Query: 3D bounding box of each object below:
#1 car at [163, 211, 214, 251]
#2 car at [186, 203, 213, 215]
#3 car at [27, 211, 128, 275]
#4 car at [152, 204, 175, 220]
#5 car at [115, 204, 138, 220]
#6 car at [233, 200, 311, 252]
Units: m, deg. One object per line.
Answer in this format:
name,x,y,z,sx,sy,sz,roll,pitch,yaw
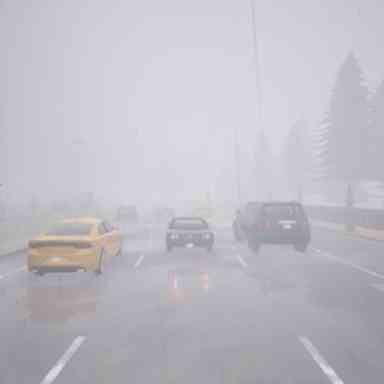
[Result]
car,-0.203,1.761,14.868,1.895,1.301,4.718,0,-1,-3
car,0.659,1.831,32.917,1.882,1.535,5.008,0,-1,-13
car,-3.532,1.596,10.913,1.882,1.535,5.008,0,-1,-2
car,-2.824,1.874,32.423,1.812,1.442,4.674,0,-1,-13
car,-6.143,1.828,31.320,2.128,1.511,4.902,0,-1,-13
car,3.304,1.381,14.760,2.150,2.045,5.566,0,-1,-3
